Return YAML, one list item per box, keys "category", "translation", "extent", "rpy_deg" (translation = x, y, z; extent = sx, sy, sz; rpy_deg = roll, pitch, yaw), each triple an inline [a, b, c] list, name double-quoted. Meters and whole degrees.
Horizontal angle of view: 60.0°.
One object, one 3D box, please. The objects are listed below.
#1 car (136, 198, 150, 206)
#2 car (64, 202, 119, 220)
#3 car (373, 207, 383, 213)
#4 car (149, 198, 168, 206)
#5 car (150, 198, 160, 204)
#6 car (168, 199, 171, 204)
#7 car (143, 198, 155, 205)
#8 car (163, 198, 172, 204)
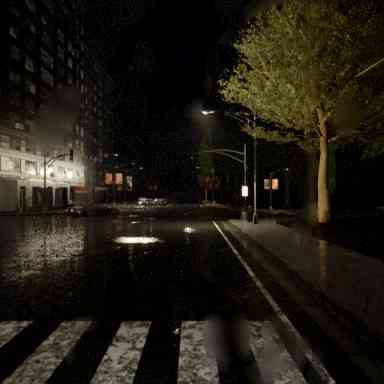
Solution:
- category: "car"
  translation: [-9.627, 1.923, 64.617]
  extent: [2.128, 1.511, 4.902]
  rpy_deg: [0, -1, 1]
- category: "car"
  translation: [-8.797, 1.635, 29.625]
  extent: [2.033, 1.411, 5.357]
  rpy_deg: [1, -1, 25]
- category: "car"
  translation: [42.449, 4.001, 74.974]
  extent: [5.357, 1.411, 2.033]
  rpy_deg: [4, -3, -45]
- category: "car"
  translation: [-6.378, 1.976, 64.351]
  extent: [2.033, 1.411, 5.357]
  rpy_deg: [0, -1, 1]
- category: "car"
  translation: [-9.536, 2.269, 85.456]
  extent: [2.033, 1.411, 5.357]
  rpy_deg: [0, -1, 0]
- category: "car"
  translation: [-6.314, 2.040, 74.300]
  extent: [1.882, 1.535, 5.008]
  rpy_deg: [0, -1, 0]
- category: "car"
  translation: [-9.563, 2.111, 74.913]
  extent: [2.033, 1.411, 5.357]
  rpy_deg: [0, -1, 0]
- category: "car"
  translation: [-6.288, 2.312, 84.625]
  extent: [1.895, 1.301, 4.718]
  rpy_deg: [0, -1, 0]
